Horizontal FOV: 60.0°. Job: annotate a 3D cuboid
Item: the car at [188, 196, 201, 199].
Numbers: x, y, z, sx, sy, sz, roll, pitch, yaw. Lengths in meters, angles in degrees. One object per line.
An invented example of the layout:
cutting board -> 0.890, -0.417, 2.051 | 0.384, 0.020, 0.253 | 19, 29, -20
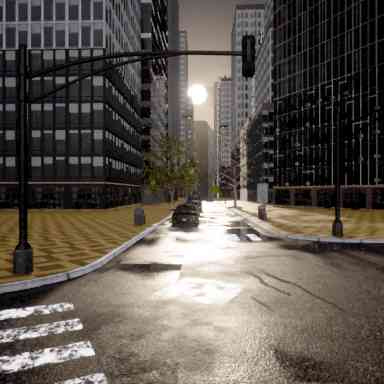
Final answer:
car -> 0.311, 1.554, 46.281 | 2.150, 2.045, 5.566 | 0, 0, 2

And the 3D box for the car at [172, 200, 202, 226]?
car -> -0.433, 1.654, 25.415 | 1.882, 1.535, 5.008 | 0, 0, 2

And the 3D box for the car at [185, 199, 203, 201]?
car -> -0.068, 1.777, 35.628 | 1.812, 1.442, 4.674 | 0, 0, 2
